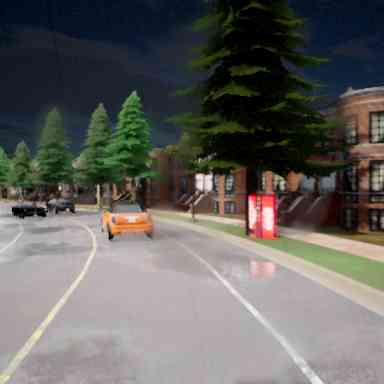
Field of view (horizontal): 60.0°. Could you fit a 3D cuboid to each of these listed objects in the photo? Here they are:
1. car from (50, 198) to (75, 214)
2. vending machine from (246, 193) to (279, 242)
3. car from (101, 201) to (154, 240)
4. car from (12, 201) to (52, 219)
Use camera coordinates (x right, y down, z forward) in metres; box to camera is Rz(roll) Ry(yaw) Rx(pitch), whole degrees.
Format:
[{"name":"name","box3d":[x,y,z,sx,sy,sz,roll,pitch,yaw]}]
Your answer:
[{"name":"car","box3d":[-13.175,1.373,33.007,1.837,1.490,4.892,0,0,-39]},{"name":"vending machine","box3d":[3.124,1.085,14.788,1.100,2.100,0.880,0,0,-16]},{"name":"car","box3d":[-3.383,1.266,16.799,2.097,1.767,4.553,-1,0,-20]},{"name":"car","box3d":[-13.633,1.504,27.853,1.895,1.301,4.718,-1,0,-38]}]
